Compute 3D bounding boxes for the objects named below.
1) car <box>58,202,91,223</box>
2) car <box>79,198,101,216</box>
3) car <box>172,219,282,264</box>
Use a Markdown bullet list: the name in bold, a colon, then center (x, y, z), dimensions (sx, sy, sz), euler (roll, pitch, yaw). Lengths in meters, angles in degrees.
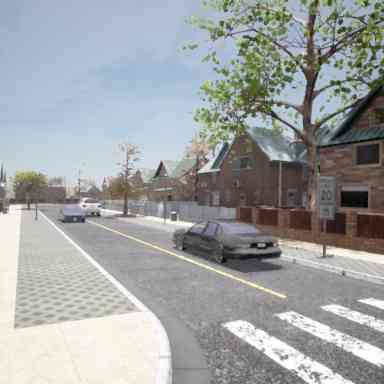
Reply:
- **car**: center (-10.575, 1.859, 29.089), dimensions (2.033, 1.411, 5.357), euler (2, -1, -27)
- **car**: center (-12.114, 1.718, 38.592), dimensions (2.150, 2.045, 5.566), euler (2, -1, -27)
- **car**: center (1.064, 1.757, 12.779), dimensions (2.033, 1.411, 5.357), euler (2, -1, -27)
